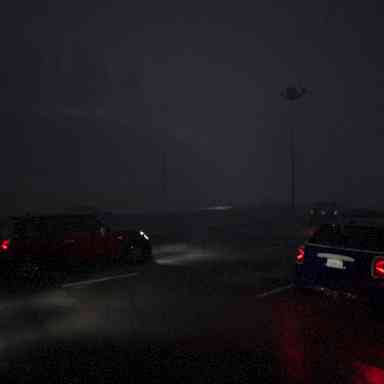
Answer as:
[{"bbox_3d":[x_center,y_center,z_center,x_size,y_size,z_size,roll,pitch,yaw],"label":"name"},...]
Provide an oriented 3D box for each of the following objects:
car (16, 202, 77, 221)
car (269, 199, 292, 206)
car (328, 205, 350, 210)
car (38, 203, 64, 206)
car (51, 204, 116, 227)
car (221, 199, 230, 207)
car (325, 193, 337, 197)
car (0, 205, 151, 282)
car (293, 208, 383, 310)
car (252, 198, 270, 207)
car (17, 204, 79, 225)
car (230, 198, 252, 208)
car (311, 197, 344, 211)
[{"bbox_3d":[-12.985,1.683,29.843,4.674,1.442,1.812,0,0,-43],"label":"car"},{"bbox_3d":[13.198,1.791,48.078,1.994,1.385,4.181,0,0,32],"label":"car"},{"bbox_3d":[8.979,1.583,17.204,1.837,1.490,4.892,0,0,42],"label":"car"},{"bbox_3d":[-7.426,1.586,20.789,5.008,1.535,1.882,0,0,-42],"label":"car"},{"bbox_3d":[-8.081,1.694,24.943,4.181,1.385,1.994,0,0,-43],"label":"car"},{"bbox_3d":[6.830,1.879,57.722,1.895,1.301,4.718,0,0,32],"label":"car"},{"bbox_3d":[34.627,1.288,82.779,2.150,2.045,5.566,0,0,32],"label":"car"},{"bbox_3d":[-3.519,1.406,10.217,4.553,1.767,2.097,0,0,-38],"label":"car"},{"bbox_3d":[4.354,1.388,7.713,4.553,1.767,2.097,0,0,-40],"label":"car"},{"bbox_3d":[11.669,1.726,52.266,1.882,1.535,5.008,0,0,32],"label":"car"},{"bbox_3d":[-11.448,1.704,26.573,4.181,1.385,1.994,0,0,-42],"label":"car"},{"bbox_3d":[8.519,1.736,53.805,1.882,1.535,5.008,0,0,32],"label":"car"},{"bbox_3d":[10.197,1.463,24.133,2.097,1.767,4.553,0,0,39],"label":"car"}]
